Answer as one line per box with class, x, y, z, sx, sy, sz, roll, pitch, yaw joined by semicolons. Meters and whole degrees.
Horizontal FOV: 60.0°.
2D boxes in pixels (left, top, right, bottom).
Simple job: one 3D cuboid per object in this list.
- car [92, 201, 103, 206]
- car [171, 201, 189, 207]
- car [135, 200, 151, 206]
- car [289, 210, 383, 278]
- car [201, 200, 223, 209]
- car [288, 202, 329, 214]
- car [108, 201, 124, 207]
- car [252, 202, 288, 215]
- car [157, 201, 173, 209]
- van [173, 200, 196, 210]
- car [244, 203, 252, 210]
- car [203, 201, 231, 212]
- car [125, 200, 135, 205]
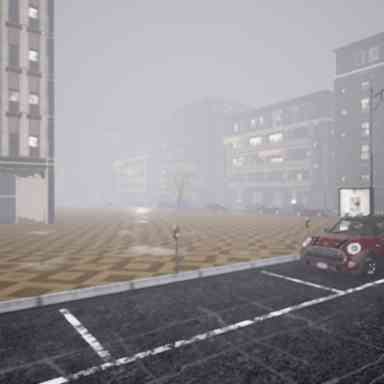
car;-25.804;3.051;90.746;1.887;1.381;4.507;-1;0;-36
car;-2.693;2.663;73.094;1.802;1.307;4.206;-1;0;-36
car;-12.488;2.767;86.632;1.967;1.590;4.097;-1;0;-36
car;5.190;1.498;10.262;4.097;1.590;1.967;0;-1;-35
car;3.836;2.357;64.073;1.967;1.590;4.097;-1;0;-36
car;13.259;2.074;36.520;2.008;1.369;4.403;-1;0;-36
car;-19.276;2.892;81.721;2.008;1.369;4.403;-1;0;-36
car;9.995;2.156;41.033;2.008;1.369;4.403;-1;0;-36
car;-5.303;2.549;67.070;1.837;1.490;4.892;0;-1;-36
van;-0.997;2.223;56.398;1.690;1.788;3.998;-1;0;-36
car;10.427;2.335;55.092;1.802;1.307;4.206;-1;0;-36
car;3.920;2.302;49.510;1.887;1.381;4.507;-1;0;-36
car;-15.749;2.975;91.144;1.947;1.339;4.313;-1;0;-36
